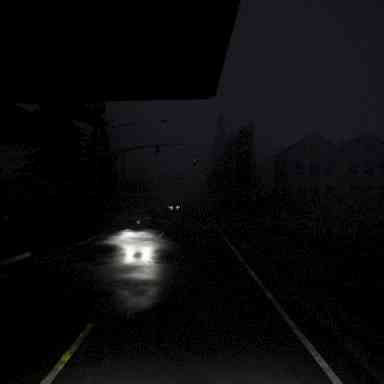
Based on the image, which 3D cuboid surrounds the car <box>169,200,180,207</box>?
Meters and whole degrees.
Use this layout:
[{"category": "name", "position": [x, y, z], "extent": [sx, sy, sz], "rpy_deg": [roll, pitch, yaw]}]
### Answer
[{"category": "car", "position": [-3.515, 2.308, 68.140], "extent": [1.994, 1.385, 4.181], "rpy_deg": [0, -1, 0]}]

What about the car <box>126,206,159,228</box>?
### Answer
[{"category": "car", "position": [-3.524, 1.764, 24.408], "extent": [2.128, 1.511, 4.902], "rpy_deg": [0, -1, 0]}]
